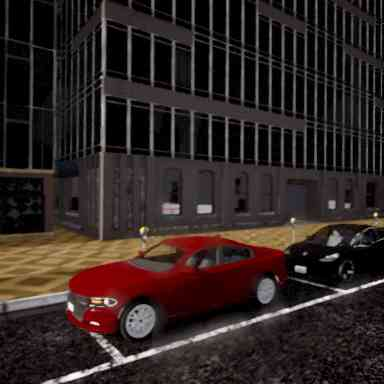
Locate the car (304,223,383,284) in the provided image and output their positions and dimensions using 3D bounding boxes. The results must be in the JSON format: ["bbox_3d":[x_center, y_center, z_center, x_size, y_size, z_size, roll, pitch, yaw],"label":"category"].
[{"bbox_3d":[4.574,1.631,9.824,4.313,1.339,1.947,0,0,-36],"label":"car"}]

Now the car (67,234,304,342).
[{"bbox_3d":[-0.059,1.570,6.517,4.507,1.381,1.887,0,0,-36],"label":"car"}]
